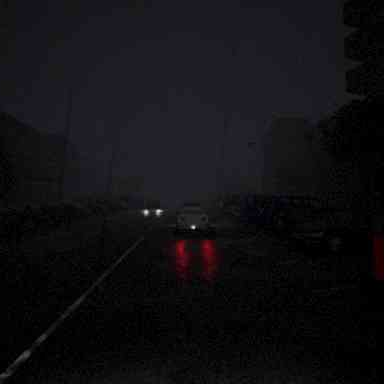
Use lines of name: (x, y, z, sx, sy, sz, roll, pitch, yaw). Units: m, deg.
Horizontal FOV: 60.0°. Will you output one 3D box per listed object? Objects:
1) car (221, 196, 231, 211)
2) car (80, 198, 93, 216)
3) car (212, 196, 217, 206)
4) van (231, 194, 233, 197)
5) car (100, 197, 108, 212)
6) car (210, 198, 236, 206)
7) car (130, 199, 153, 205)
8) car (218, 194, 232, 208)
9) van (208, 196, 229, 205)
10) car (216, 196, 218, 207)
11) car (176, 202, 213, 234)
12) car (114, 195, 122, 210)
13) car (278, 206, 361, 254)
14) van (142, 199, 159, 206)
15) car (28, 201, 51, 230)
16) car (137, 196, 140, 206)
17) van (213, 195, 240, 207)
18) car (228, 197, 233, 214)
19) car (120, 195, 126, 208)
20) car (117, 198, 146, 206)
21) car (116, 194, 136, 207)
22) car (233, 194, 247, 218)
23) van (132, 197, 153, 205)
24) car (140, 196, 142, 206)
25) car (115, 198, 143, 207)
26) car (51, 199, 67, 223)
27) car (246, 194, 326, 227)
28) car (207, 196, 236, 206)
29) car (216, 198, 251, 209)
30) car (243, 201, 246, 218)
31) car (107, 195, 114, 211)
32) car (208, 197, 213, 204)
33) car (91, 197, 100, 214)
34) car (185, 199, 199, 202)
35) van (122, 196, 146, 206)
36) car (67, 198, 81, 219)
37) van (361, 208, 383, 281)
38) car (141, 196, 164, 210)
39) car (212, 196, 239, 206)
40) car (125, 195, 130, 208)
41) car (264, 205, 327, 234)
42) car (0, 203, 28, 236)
car: (6.088, 1.517, 34.386, 5.366, 1.575, 1.946, 1, 0, -20)
car: (-11.499, 1.495, 28.788, 5.008, 1.535, 2.097, -1, 0, -20)
car: (6.024, 1.601, 46.354, 5.366, 1.575, 1.946, 1, -1, -20)
van: (6.396, 1.291, 31.499, 4.442, 1.987, 1.878, 1, 0, -20)
car: (-11.556, 1.548, 34.663, 4.674, 1.452, 2.002, -1, 0, -20)
car: (6.204, 2.031, 67.376, 4.792, 1.488, 2.163, 1, -2, -20)
car: (-11.585, 2.281, 75.730, 4.792, 1.488, 2.163, 0, -2, -20)
car: (6.270, 1.283, 37.456, 5.566, 2.045, 2.435, 1, -1, -20)
van: (6.094, 2.038, 76.306, 4.442, 1.987, 1.878, 1, -2, -20)
car: (6.383, 1.578, 43.491, 5.366, 1.575, 1.946, 1, -1, -20)
car: (0.059, 1.537, 19.047, 1.812, 1.442, 4.674, 0, 0, 0)
car: (-11.582, 1.542, 40.526, 5.008, 1.535, 2.097, -1, 0, -20)
car: (6.309, 1.507, 13.421, 4.892, 1.521, 2.231, 1, 0, -19)
van: (-11.605, 2.988, 93.230, 4.442, 1.987, 1.878, 1, -4, -20)
car: (-11.425, 1.488, 19.984, 5.008, 1.535, 2.097, -1, 0, -21)
car: (-11.634, 1.735, 55.194, 4.892, 1.521, 2.231, -1, -1, -20)
van: (6.065, 1.566, 58.347, 4.442, 1.987, 1.878, 1, -1, -20)
car: (6.136, 1.507, 28.393, 5.366, 1.575, 1.946, 1, 0, -20)
car: (-11.610, 1.569, 43.458, 5.008, 1.535, 2.097, -1, -1, -20)
car: (-11.648, 1.919, 63.992, 5.008, 1.535, 2.097, 0, -2, -20)
car: (-11.656, 1.389, 49.314, 5.566, 2.045, 2.435, -1, -1, -20)
car: (6.362, 1.260, 25.476, 5.566, 2.045, 2.435, 1, 0, -20)
van: (-11.712, 2.137, 78.618, 4.442, 1.987, 1.878, 0, -2, -20)
car: (-11.613, 1.662, 58.135, 4.553, 1.767, 2.185, 0, -1, -20)
car: (-11.616, 1.881, 61.075, 4.792, 1.488, 2.163, 0, -2, -20)
car: (-11.444, 1.491, 22.919, 4.892, 1.521, 2.231, -1, 0, -21)
car: (6.371, 1.258, 19.457, 5.566, 2.045, 2.435, 1, 0, -20)
car: (6.165, 1.831, 70.346, 5.566, 2.045, 2.435, 1, -1, -20)
car: (6.160, 1.676, 49.396, 4.792, 1.488, 2.163, 1, -1, -20)
car: (6.343, 1.511, 22.460, 4.892, 1.521, 2.231, 1, 0, -20)
car: (-11.543, 1.397, 37.596, 4.553, 1.767, 2.185, -1, 0, -20)
car: (6.001, 1.733, 55.327, 5.366, 1.575, 1.946, 1, -1, -20)
car: (-11.501, 1.374, 31.730, 4.553, 1.767, 2.185, -1, 0, -20)
car: (-0.041, 1.510, 35.867, 1.882, 1.535, 5.008, 0, 0, 0)
van: (-11.749, 1.768, 66.891, 4.442, 1.987, 1.878, 0, -1, -20)
car: (-11.470, 1.493, 25.851, 4.892, 1.521, 2.231, -1, 0, -20)
van: (6.336, 1.279, 7.454, 4.442, 1.987, 1.878, 1, 0, -19)
car: (-5.277, 1.590, 45.534, 1.882, 1.535, 5.008, 0, -1, 0)
car: (6.141, 1.732, 61.376, 4.553, 1.767, 2.185, 1, -2, -20)
car: (-11.790, 1.598, 46.330, 5.366, 1.575, 1.946, -1, 0, -20)
car: (6.351, 1.537, 16.441, 4.792, 1.488, 2.163, 1, 0, -20)
car: (-11.355, 1.514, 17.057, 4.792, 1.488, 2.163, -1, 0, -21)
